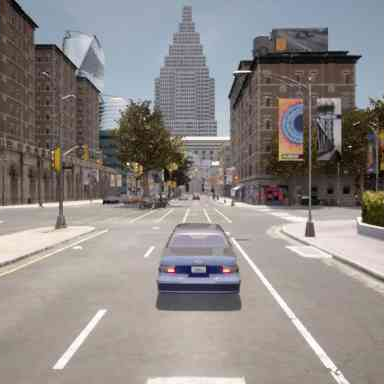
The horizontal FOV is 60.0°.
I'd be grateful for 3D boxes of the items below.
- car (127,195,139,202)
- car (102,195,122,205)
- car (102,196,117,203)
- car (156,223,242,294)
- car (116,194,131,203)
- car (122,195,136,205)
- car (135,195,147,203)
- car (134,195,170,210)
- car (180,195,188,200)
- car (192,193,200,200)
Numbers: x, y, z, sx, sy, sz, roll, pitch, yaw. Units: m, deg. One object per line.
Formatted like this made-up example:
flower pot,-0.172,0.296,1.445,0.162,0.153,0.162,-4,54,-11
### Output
car,-13.993,1.478,78.898,1.882,1.535,5.008,0,0,1
car,-14.328,1.601,58.693,1.895,1.301,4.718,0,0,1
car,-17.360,1.595,69.847,1.895,1.301,4.718,0,0,1
car,0.175,1.547,8.947,2.033,1.411,5.357,0,0,1
car,-14.124,1.355,68.799,2.097,1.767,4.553,0,0,1
car,-10.809,1.478,59.873,1.882,1.535,5.008,0,0,1
car,-10.612,1.500,69.669,1.837,1.490,4.892,0,0,1
car,-4.829,1.505,43.049,1.837,1.490,4.892,2,1,33
car,-2.346,1.519,90.101,1.812,1.442,4.674,0,0,1
car,1.154,1.350,90.026,2.097,1.767,4.553,0,0,1
